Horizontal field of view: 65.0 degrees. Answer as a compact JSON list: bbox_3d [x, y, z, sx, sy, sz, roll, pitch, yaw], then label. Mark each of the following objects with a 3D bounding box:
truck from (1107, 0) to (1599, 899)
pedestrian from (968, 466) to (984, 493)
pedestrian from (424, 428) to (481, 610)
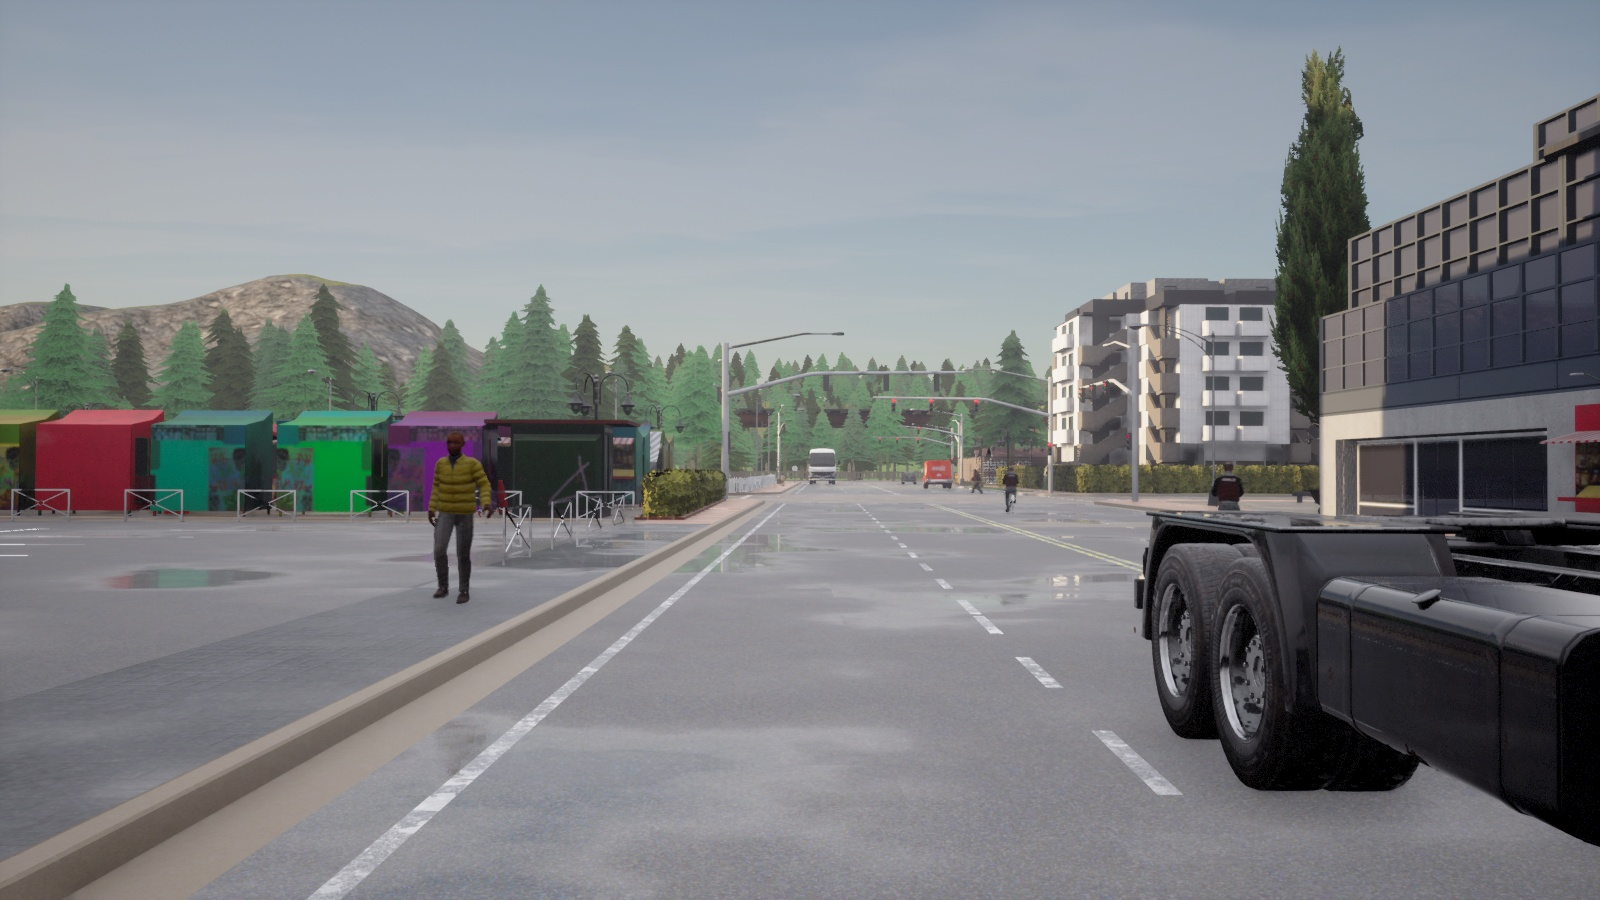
[{"bbox_3d":[3.537,-0.102,4.747,2.891,3.462,7.936,0,-1,1],"label":"truck"},{"bbox_3d":[11.885,1.979,84.953,0.899,1.844,0.634,0,-1,-7],"label":"pedestrian"},{"bbox_3d":[-3.596,0.706,13.034,0.370,1.835,0.726,0,-1,2],"label":"pedestrian"}]
